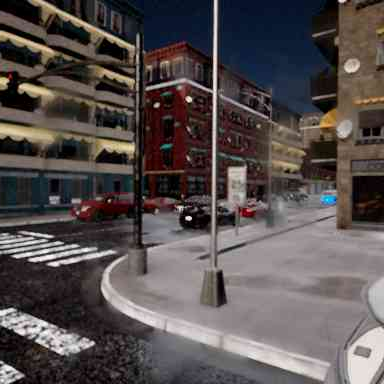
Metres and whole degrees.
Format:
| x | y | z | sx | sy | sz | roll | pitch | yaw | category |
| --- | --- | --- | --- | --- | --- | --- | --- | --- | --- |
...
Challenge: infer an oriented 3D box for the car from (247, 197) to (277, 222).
| x | y | z | sx | sy | sz | roll | pitch | yaw | category |
| --- | --- | --- | --- | --- | --- | --- | --- | --- | --- |
| 4.246 | 1.252 | 22.797 | 1.802 | 1.307 | 4.206 | 2 | 2 | 35 | car |

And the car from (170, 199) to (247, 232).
| x | y | z | sx | sy | sz | roll | pitch | yaw | category |
| --- | --- | --- | --- | --- | --- | --- | --- | --- | --- |
| 1.033 | 1.316 | 18.246 | 1.947 | 1.339 | 4.313 | 2 | 2 | 35 | car |

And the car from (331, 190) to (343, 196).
| x | y | z | sx | sy | sz | roll | pitch | yaw | category |
| --- | --- | --- | --- | --- | --- | --- | --- | --- | --- |
| 35.973 | 0.196 | 82.272 | 1.802 | 1.307 | 4.206 | 2 | 2 | 35 | car |

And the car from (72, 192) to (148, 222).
| x | y | z | sx | sy | sz | roll | pitch | yaw | category |
| --- | --- | --- | --- | --- | --- | --- | --- | --- | --- |
| -5.787 | 0.973 | 23.103 | 2.192 | 1.841 | 5.009 | 2 | 2 | 35 | car |

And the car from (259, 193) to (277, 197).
| x | y | z | sx | sy | sz | roll | pitch | yaw | category |
| --- | --- | --- | --- | --- | --- | --- | --- | --- | --- |
| 10.273 | 0.821 | 45.864 | 1.947 | 1.339 | 4.313 | 2 | 2 | 35 | car |

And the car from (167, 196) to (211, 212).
| x | y | z | sx | sy | sz | roll | pitch | yaw | category |
| --- | --- | --- | --- | --- | --- | --- | --- | --- | --- |
| 0.478 | 1.073 | 27.515 | 2.128 | 1.511 | 4.902 | 1 | 1 | 35 | car |

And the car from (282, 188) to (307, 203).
| x | y | z | sx | sy | sz | roll | pitch | yaw | category |
| --- | --- | --- | --- | --- | --- | --- | --- | --- | --- |
| 14.759 | 0.453 | 47.591 | 2.150 | 2.045 | 5.566 | 1 | 1 | 36 | car |

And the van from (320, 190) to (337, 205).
| x | y | z | sx | sy | sz | roll | pitch | yaw | category |
| --- | --- | --- | --- | --- | --- | --- | --- | --- | --- |
| 17.099 | 0.689 | 40.995 | 1.690 | 1.788 | 3.998 | 2 | 2 | 35 | van |

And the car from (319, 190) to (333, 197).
| x | y | z | sx | sy | sz | roll | pitch | yaw | category |
| --- | --- | --- | --- | --- | --- | --- | --- | --- | --- |
| 29.548 | 0.318 | 73.169 | 1.887 | 1.381 | 4.507 | 2 | 2 | 35 | car |

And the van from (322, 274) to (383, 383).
| x | y | z | sx | sy | sz | roll | pitch | yaw | category |
| --- | --- | --- | --- | --- | --- | --- | --- | --- | --- |
| 2.472 | 1.346 | 1.096 | 3.998 | 1.788 | 1.690 | 0 | 1 | 36 | van |

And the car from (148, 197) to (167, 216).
| x | y | z | sx | sy | sz | roll | pitch | yaw | category |
| --- | --- | --- | --- | --- | --- | --- | --- | --- | --- |
| -2.577 | 1.122 | 27.661 | 1.887 | 1.381 | 4.507 | 2 | 2 | 35 | car |

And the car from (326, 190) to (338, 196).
| x | y | z | sx | sy | sz | roll | pitch | yaw | category |
| --- | --- | --- | --- | --- | --- | --- | --- | --- | --- |
| 32.760 | 0.275 | 77.720 | 1.802 | 1.307 | 4.206 | 2 | 2 | 35 | car |
